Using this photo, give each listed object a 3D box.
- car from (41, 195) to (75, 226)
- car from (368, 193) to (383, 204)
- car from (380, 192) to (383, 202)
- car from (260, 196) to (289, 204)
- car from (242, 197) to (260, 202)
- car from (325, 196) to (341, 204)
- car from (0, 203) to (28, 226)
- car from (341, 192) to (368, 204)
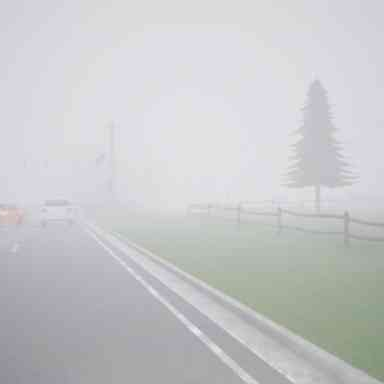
[{"bbox_3d":[-10.332,1.450,25.706,2.150,2.045,5.566,-1,0,-20],"label":"car"},{"bbox_3d":[30.497,1.233,52.208,4.674,1.442,1.812,0,0,-23],"label":"car"},{"bbox_3d":[38.203,0.923,63.093,4.553,1.767,2.097,-1,0,-22],"label":"car"},{"bbox_3d":[15.847,1.429,62.255,5.008,1.535,1.882,-1,0,-23],"label":"car"},{"bbox_3d":[12.630,1.612,68.458,4.718,1.301,1.895,-1,0,-24],"label":"car"},{"bbox_3d":[25.601,1.343,57.749,5.357,1.411,2.033,-1,0,-23],"label":"car"},{"bbox_3d":[-13.847,1.629,25.327,2.097,1.767,4.553,-1,0,-19],"label":"car"},{"bbox_3d":[27.953,0.975,54.943,5.566,2.045,2.150,-1,0,-23],"label":"car"}]
